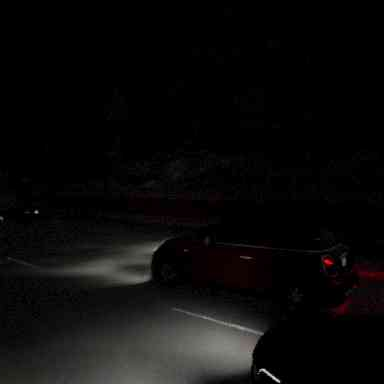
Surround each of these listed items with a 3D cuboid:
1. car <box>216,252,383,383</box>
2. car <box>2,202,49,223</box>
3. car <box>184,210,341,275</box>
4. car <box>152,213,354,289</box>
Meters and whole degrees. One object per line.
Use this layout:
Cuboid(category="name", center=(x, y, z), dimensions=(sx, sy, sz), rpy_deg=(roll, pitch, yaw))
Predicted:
Cuboid(category="car", center=(2.658, 1.537, 2.182), dimensions=(4.674, 1.442, 1.812), rpy_deg=(0, 0, 35))
Cuboid(category="car", center=(-12.254, 1.419, 24.349), dimensions=(2.033, 1.411, 5.357), rpy_deg=(0, 0, -43))
Cuboid(category="car", center=(2.203, 1.492, 11.265), dimensions=(4.892, 1.490, 1.837), rpy_deg=(0, 0, 38))
Cuboid(category="car", center=(1.213, 1.342, 7.626), dimensions=(4.553, 1.767, 2.097), rpy_deg=(0, 0, 37))
